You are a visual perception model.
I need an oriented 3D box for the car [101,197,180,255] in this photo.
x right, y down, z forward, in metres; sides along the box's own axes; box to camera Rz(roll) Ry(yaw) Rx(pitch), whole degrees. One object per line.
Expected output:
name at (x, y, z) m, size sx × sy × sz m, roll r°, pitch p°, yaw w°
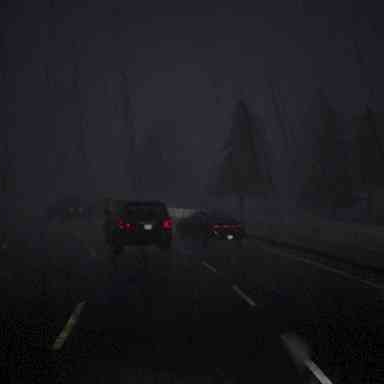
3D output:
car at (-2.469, 1.356, 14.371) m, size 2.150 × 2.045 × 5.566 m, roll 0°, pitch 0°, yaw -20°

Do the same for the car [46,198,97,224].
car at (-10.351, 1.493, 27.790) m, size 2.150 × 2.045 × 5.566 m, roll 0°, pitch -1°, yaw -41°

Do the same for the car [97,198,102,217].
car at (-7.719, 1.512, 30.096) m, size 2.150 × 2.045 × 5.566 m, roll 0°, pitch -1°, yaw -41°

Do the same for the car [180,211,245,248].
car at (0.718, 1.642, 15.811) m, size 2.128 × 1.511 × 4.902 m, roll 0°, pitch 0°, yaw -20°
